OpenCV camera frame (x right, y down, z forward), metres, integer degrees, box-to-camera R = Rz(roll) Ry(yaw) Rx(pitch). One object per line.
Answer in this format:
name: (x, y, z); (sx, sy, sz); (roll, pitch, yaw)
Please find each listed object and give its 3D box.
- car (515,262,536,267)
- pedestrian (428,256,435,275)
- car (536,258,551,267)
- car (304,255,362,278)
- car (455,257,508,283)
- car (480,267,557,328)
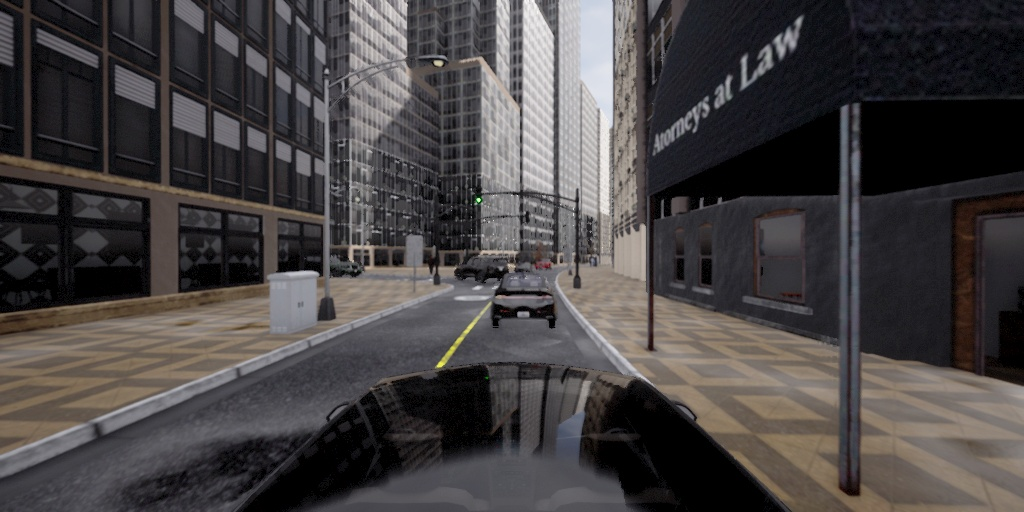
car: (1.565, 1.538, 46.269); (1.837, 1.490, 4.892); (0, 0, 11)
pedestrian: (-7.907, 0.889, 35.160); (0.375, 1.860, 0.375); (0, 0, 20)
car: (5.532, 1.432, 63.314); (2.150, 2.045, 5.566); (0, -1, 16)
car: (-16.046, 0.907, 31.862); (5.566, 2.045, 2.150); (1, 0, 20)
car: (-2.522, 1.108, 29.293); (2.150, 2.045, 5.566); (3, -2, -38)
car: (0.402, 1.294, 11.639); (2.128, 1.511, 4.902); (0, 0, 2)
